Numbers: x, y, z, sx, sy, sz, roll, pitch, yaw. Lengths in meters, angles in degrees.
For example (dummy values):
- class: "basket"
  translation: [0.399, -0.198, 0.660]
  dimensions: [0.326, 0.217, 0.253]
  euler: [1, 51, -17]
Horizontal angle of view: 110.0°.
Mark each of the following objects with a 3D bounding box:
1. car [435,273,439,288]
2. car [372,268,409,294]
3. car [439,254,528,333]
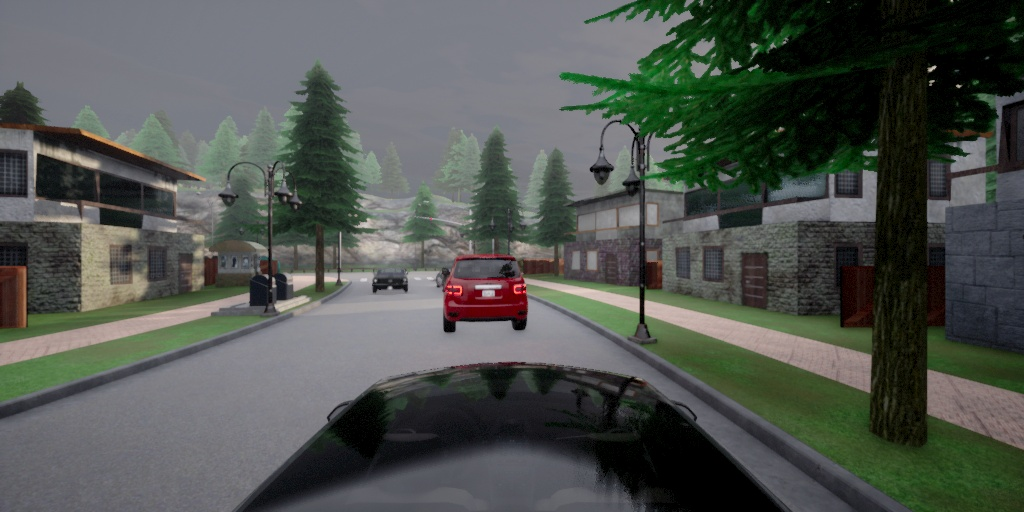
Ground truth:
- class: "car"
  translation: [-3.368, 1.289, 21.206]
  dimensions: [2.033, 1.411, 5.357]
  euler: [0, 0, -18]
- class: "car"
  translation: [-6.917, 1.343, 20.527]
  dimensions: [1.895, 1.301, 4.718]
  euler: [0, 0, -18]
- class: "car"
  translation: [-0.952, 0.967, 11.023]
  dimensions: [2.150, 2.045, 5.566]
  euler: [0, 0, -9]
